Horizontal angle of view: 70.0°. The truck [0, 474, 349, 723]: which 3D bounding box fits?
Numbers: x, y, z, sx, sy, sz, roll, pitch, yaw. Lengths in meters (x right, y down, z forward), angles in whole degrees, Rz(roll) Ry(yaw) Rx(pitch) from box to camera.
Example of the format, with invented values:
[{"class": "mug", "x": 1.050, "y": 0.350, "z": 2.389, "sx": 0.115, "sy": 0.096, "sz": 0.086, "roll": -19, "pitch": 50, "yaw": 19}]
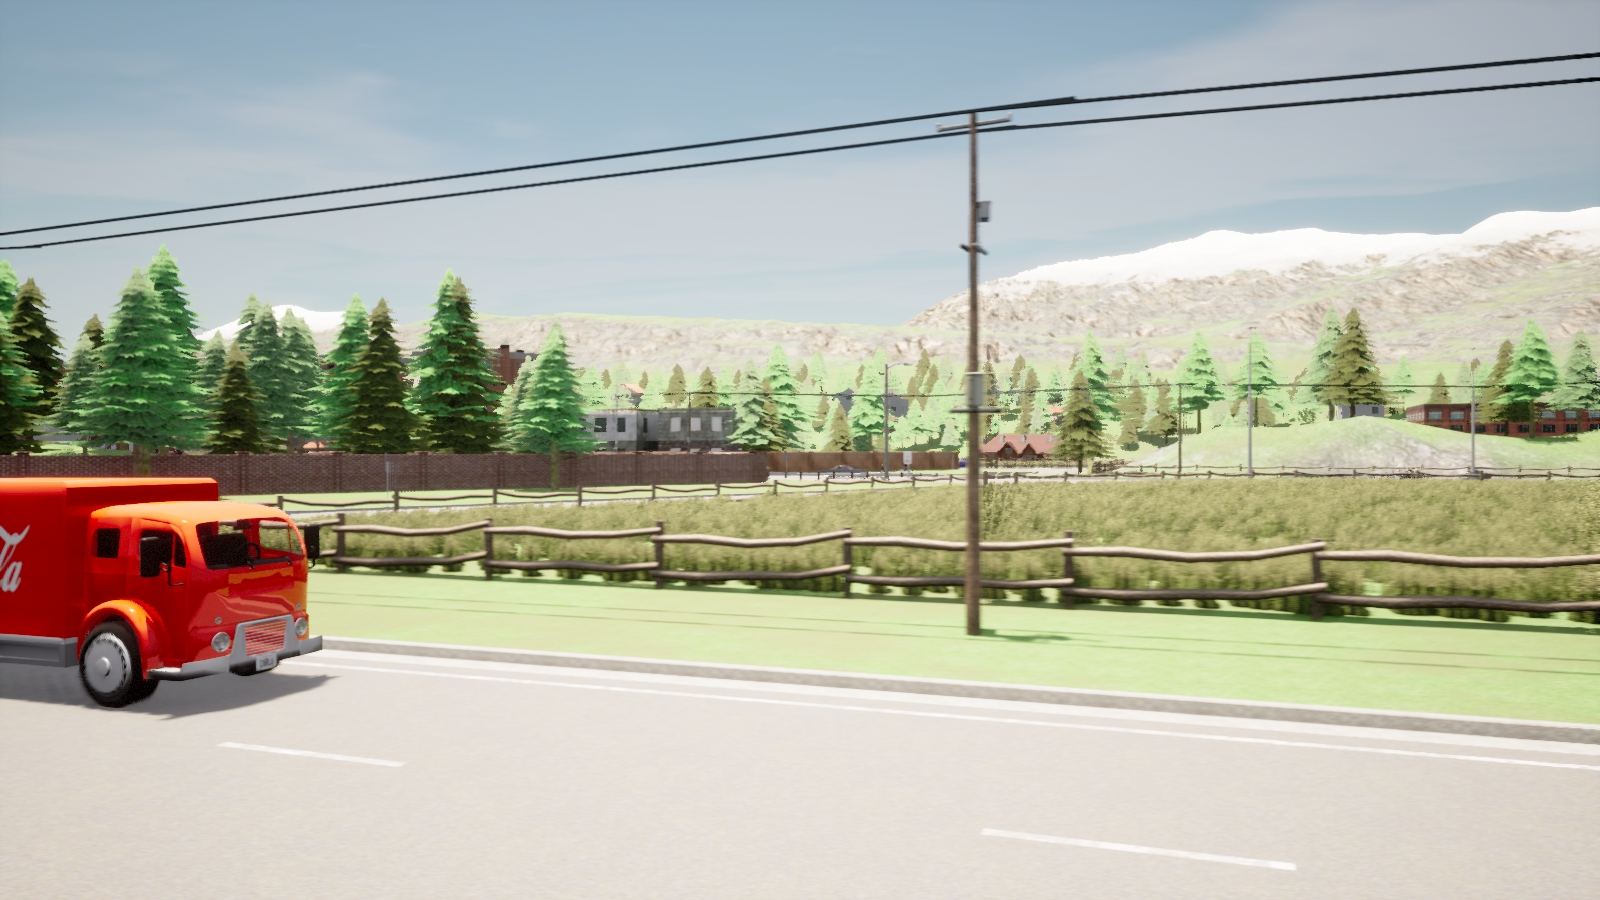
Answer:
[{"class": "truck", "x": -8.491, "y": 1.568, "z": 13.838, "sx": 5.204, "sy": 2.467, "sz": 2.627, "roll": 0, "pitch": 0, "yaw": 20}]
